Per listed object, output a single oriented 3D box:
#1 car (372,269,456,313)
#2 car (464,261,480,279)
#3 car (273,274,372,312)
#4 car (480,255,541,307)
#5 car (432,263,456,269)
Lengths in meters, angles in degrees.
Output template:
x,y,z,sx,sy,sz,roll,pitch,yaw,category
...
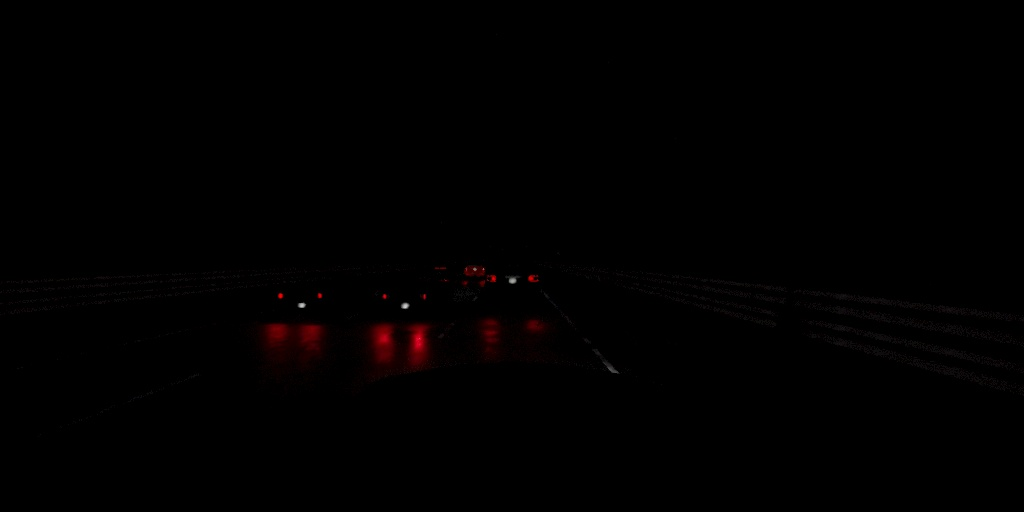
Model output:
x,y,z,sx,sy,sz,roll,pitch,yaw,category
-3.473,1.363,13.919,1.895,1.301,4.718,0,0,0,car
-3.401,1.251,35.053,2.097,1.767,4.553,0,0,0,car
-6.972,1.365,14.137,1.895,1.301,4.718,0,0,0,car
0.046,0.995,15.657,2.150,2.045,5.566,0,0,1,car
-6.896,1.403,36.593,2.128,1.511,4.902,0,0,0,car
